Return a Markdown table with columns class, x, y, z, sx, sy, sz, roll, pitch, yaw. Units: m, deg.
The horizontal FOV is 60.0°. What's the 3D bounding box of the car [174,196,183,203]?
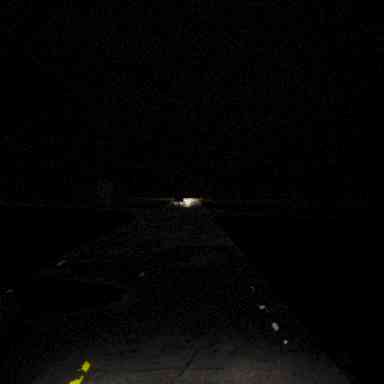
| class | x | y | z | sx | sy | sz | roll | pitch | yaw |
| --- | --- | --- | --- | --- | --- | --- | --- | --- | --- |
| car | -2.746 | 1.500 | 70.935 | 2.033 | 1.411 | 5.357 | 0 | 0 | 0 |
